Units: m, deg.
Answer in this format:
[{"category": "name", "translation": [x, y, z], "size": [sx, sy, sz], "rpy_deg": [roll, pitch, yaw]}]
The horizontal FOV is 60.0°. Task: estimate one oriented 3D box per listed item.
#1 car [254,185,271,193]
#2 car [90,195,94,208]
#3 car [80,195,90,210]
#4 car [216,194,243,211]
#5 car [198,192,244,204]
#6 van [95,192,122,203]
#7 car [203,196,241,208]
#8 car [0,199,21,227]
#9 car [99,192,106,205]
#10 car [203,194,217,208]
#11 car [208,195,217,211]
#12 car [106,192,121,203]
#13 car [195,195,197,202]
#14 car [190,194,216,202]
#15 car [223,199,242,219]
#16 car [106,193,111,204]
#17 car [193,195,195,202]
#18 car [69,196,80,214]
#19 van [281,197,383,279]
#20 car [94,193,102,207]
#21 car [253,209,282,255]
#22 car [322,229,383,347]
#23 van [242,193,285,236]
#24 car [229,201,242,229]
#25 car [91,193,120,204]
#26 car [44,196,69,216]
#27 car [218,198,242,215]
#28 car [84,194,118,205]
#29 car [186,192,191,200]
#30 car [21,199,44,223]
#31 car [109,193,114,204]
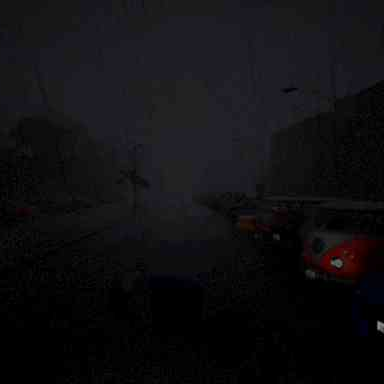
[{"category": "car", "translation": [16.944, -0.202, 80.444], "size": [2.002, 1.452, 4.674], "rpy_deg": [-7, 4, -30]}, {"category": "car", "translation": [-14.046, 1.201, 38.417], "size": [4.553, 1.767, 2.185], "rpy_deg": [-1, 0, -22]}, {"category": "car", "translation": [-13.879, 1.339, 35.467], "size": [5.008, 1.535, 2.097], "rpy_deg": [-1, 1, -22]}, {"category": "car", "translation": [4.616, 1.227, 26.083], "size": [4.553, 1.767, 2.185], "rpy_deg": [1, 0, -21]}, {"category": "car", "translation": [4.124, 1.023, 41.166], "size": [5.566, 2.045, 2.435], "rpy_deg": [1, 1, -23]}, {"category": "van", "translation": [-15.571, 0.993, 62.106], "size": [4.442, 1.987, 1.878], "rpy_deg": [-1, 0, -25]}, {"category": "car", "translation": [3.988, 1.299, 44.204], "size": [4.674, 1.452, 2.002], "rpy_deg": [1, 0, -23]}, {"category": "car", "translation": [-13.476, 1.281, 20.666], "size": [4.553, 1.767, 2.185], "rpy_deg": [-1, 1, -21]}, {"category": "car", "translation": [-14.295, 1.174, 44.350], "size": [4.553, 1.767, 2.185], "rpy_deg": [-1, 1, -23]}, {"category": "car", "translation": [4.286, 1.290, 38.163], "size": [5.008, 1.535, 2.097], "rpy_deg": [1, 1, -23]}, {"category": "car", "translation": [4.490, 1.321, 32.129], "size": [5.008, 1.535, 2.097], "rpy_deg": [1, 0, -22]}, {"category": "car", "translation": [-14.754, 1.254, 53.285], "size": [5.366, 1.575, 1.946], "rpy_deg": [-1, 0, -24]}, {"category": "car", "translation": [3.419, 1.253, 53.248], "size": [4.674, 1.452, 2.002], "rpy_deg": [1, 0, -24]}, {"category": "car", "translation": [2.306, 1.172, 68.266], "size": [4.792, 1.488, 2.163], "rpy_deg": [0, 0, -26]}, {"category": "car", "translation": [4.730, 1.384, 20.046], "size": [5.008, 1.535, 2.097], "rpy_deg": [1, 1, -21]}, {"category": "car", "translation": [-14.500, 1.327, 47.296], "size": [4.674, 1.452, 2.002], "rpy_deg": [-1, 1, -23]}, {"category": "car", "translation": [3.207, 1.199, 56.259], "size": [4.892, 1.521, 2.231], "rpy_deg": [1, 1, -25]}, {"category": "car", "translation": [-13.747, 1.382, 32.525], "size": [4.792, 1.488, 2.163], "rpy_deg": [-1, 0, -22]}, {"category": "van", "translation": [4.657, 1.217, 7.949], "size": [4.442, 1.987, 1.878], "rpy_deg": [1, 1, -20]}, {"category": "car", "translation": [-14.330, 1.313, 41.309], "size": [5.366, 1.575, 1.946], "rpy_deg": [-1, 1, -23]}, {"category": "car", "translation": [4.787, 1.459, 11.020], "size": [4.792, 1.488, 2.163], "rpy_deg": [1, 0, -20]}, {"category": "car", "translation": [4.763, 1.459, 4.986], "size": [5.008, 1.535, 2.097], "rpy_deg": [1, 1, -20]}, {"category": "van", "translation": [4.649, 1.187, 13.974], "size": [4.442, 1.987, 1.878], "rpy_deg": [1, 1, -20]}, {"category": "car", "translation": [4.914, 1.398, 17.103], "size": [5.366, 1.575, 1.946], "rpy_deg": [1, 0, -20]}, {"category": "car", "translation": [-15.374, 1.108, 59.119], "size": [4.553, 1.767, 2.185], "rpy_deg": [-1, 1, -25]}, {"category": "car", "translation": [-13.712, 1.396, 29.531], "size": [4.792, 1.488, 2.163], "rpy_deg": [-1, 1, -21]}, {"category": "car", "translation": [4.674, 1.370, 23.064], "size": [4.892, 1.521, 2.231], "rpy_deg": [1, 0, -21]}, {"category": "car", "translation": [-15.322, 1.247, 56.079], "size": [5.366, 1.575, 1.946], "rpy_deg": [-1, 1, -24]}, {"category": "car", "translation": [2.250, 1.147, 65.205], "size": [5.366, 1.575, 1.946], "rpy_deg": [1, 1, -26]}, {"category": "car", "translation": [-13.539, 1.393, 23.622], "size": [5.008, 1.535, 2.097], "rpy_deg": [-1, 1, -21]}, {"category": "car", "translation": [-14.701, 1.313, 50.251], "size": [4.674, 1.452, 2.002], "rpy_deg": [-1, 1, -24]}]
